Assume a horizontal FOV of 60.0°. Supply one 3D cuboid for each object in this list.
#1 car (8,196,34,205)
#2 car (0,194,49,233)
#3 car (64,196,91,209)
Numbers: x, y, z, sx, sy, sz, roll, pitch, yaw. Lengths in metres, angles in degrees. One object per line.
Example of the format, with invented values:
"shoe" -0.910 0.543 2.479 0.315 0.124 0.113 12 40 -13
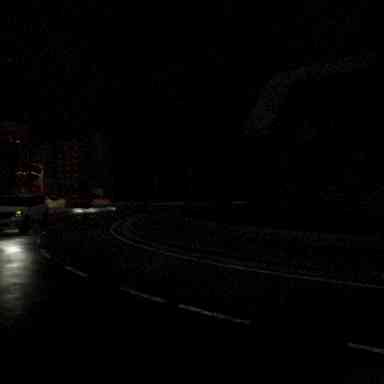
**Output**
"car" -27.889 1.344 54.187 4.718 1.301 1.895 0 0 38
"car" -9.939 1.131 18.999 2.150 2.045 5.566 -1 0 -8
"car" -14.711 1.277 42.778 1.882 1.535 5.008 0 0 -42
